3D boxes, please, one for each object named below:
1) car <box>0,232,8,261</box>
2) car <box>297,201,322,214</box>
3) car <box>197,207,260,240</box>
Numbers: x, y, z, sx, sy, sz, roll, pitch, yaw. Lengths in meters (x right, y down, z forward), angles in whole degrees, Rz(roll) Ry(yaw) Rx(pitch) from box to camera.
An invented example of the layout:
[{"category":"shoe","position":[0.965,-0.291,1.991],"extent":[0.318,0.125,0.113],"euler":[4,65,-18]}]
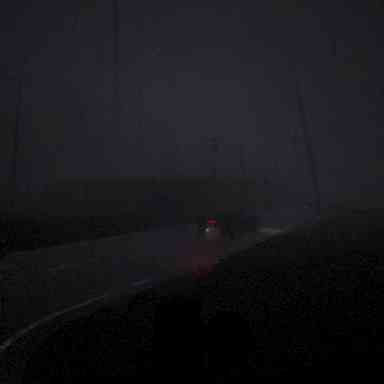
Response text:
[{"category":"car","position":[-6.859,1.522,7.708],"extent":[2.128,1.511,4.902],"euler":[-1,0,22]},{"category":"car","position":[12.409,1.597,35.041],"extent":[1.994,1.385,4.181],"euler":[0,0,30]},{"category":"car","position":[2.029,1.531,17.248],"extent":[1.837,1.490,4.892],"euler":[0,0,31]}]
